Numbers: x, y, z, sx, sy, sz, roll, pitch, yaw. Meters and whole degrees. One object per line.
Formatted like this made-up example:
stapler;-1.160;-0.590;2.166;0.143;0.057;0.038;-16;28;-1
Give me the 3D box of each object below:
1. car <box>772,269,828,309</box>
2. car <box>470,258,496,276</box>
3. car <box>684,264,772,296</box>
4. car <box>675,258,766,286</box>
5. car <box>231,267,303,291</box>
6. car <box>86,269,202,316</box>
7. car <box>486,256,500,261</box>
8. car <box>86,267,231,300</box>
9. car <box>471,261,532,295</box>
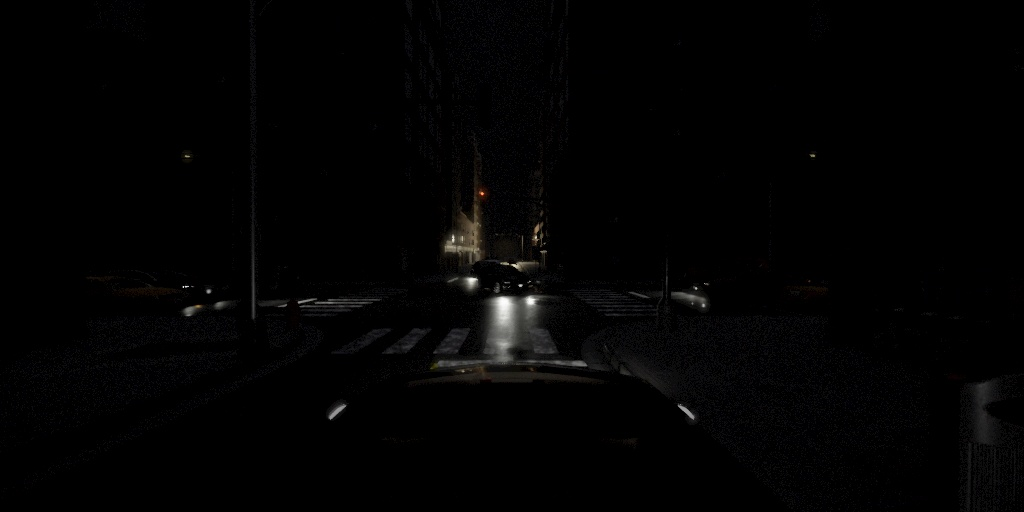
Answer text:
car;12.480;1.280;12.889;4.829;1.417;1.751;0;0;0
car;-2.916;1.218;35.044;1.882;1.535;5.008;0;0;0
car;12.134;1.277;18.338;5.357;1.411;2.033;0;0;3
car;12.314;1.032;20.914;5.009;1.841;2.192;0;0;0
car;-14.569;1.307;20.898;4.313;1.339;1.948;0;0;0
car;-14.403;1.304;12.873;4.829;1.417;1.751;0;0;0
car;-2.944;0.950;52.418;2.150;2.045;5.566;0;0;0
car;-15.482;1.260;15.397;4.902;1.511;2.128;0;0;0
car;-0.534;1.248;20.138;1.837;1.490;4.892;0;0;-23
